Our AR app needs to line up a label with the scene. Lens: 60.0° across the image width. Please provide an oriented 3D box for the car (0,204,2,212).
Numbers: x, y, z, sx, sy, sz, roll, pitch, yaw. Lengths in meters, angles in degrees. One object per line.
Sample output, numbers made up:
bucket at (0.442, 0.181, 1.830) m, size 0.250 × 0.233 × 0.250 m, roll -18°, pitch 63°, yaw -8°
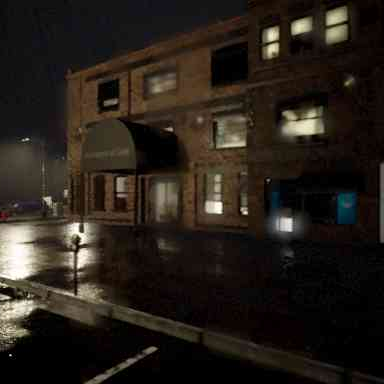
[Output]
car at (-22.991, 1.763, 42.916) m, size 2.033 × 1.411 × 5.357 m, roll 0°, pitch 0°, yaw 36°

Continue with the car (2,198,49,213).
car at (-20.260, 1.577, 41.138) m, size 2.097 × 1.767 × 4.553 m, roll 0°, pitch 0°, yaw 36°
